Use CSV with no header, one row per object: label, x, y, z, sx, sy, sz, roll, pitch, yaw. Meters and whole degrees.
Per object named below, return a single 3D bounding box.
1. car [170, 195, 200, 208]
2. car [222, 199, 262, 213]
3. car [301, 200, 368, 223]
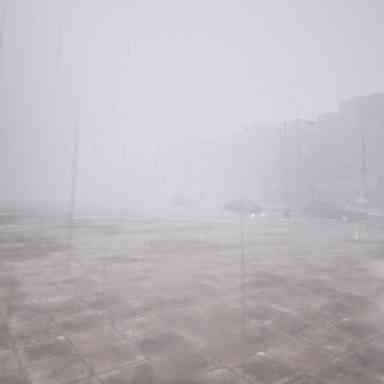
car,-0.957,1.188,41.780,2.128,1.511,4.902,-2,2,-35
car,4.952,1.376,33.396,1.994,1.385,4.181,-2,2,-36
car,10.690,1.426,25.273,1.837,1.490,4.892,-2,2,-35
